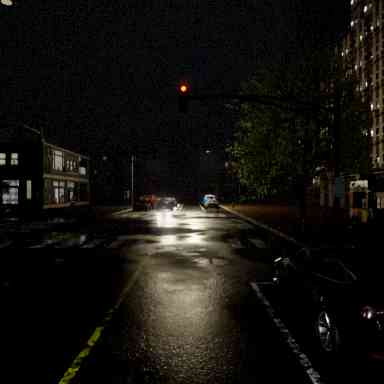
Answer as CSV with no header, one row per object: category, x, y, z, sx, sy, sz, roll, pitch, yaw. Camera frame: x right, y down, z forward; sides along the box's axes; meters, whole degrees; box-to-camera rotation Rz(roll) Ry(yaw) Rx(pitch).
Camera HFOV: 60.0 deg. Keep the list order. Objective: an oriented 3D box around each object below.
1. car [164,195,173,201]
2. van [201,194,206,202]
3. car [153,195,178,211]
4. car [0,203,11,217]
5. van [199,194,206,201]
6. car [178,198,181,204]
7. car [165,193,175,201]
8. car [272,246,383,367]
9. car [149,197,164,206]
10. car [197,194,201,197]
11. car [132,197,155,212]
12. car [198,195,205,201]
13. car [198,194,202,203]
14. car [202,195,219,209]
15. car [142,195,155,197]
car,-5.793,1.559,82.670,2.008,1.369,4.403,0,0,0
van,2.632,1.345,49.378,1.690,1.788,3.998,0,0,0
car,-3.144,1.494,40.040,2.128,1.511,4.902,0,0,0
car,-17.303,1.371,27.250,4.507,1.381,1.887,1,-1,-1
van,2.590,1.349,82.683,1.690,1.788,3.998,0,0,0
car,-3.163,1.568,50.077,1.994,1.385,4.181,0,0,-1
car,-5.799,1.324,88.221,2.192,1.841,5.009,0,0,0
car,2.687,1.566,5.797,1.947,1.339,4.313,0,0,0
car,-5.757,1.555,54.915,2.008,1.369,4.403,0,0,0
car,2.602,1.572,71.581,1.947,1.339,4.313,0,0,0
car,-5.735,1.585,38.262,1.802,1.307,4.206,0,0,0
car,2.581,1.534,88.404,1.752,1.417,4.829,0,0,0
car,2.616,1.556,60.479,2.008,1.369,4.403,0,0,0
car,2.637,1.528,43.996,1.752,1.417,4.829,0,0,0
car,-5.741,1.318,43.813,2.192,1.841,5.009,0,0,0
